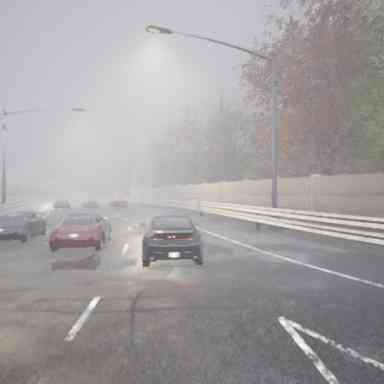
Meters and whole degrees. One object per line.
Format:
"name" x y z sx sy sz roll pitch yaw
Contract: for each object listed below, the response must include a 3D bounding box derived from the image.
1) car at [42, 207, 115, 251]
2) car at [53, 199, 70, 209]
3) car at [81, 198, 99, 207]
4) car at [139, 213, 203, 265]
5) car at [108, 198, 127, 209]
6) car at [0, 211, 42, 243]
"car" -4.628 1.580 14.284 1.994 1.385 4.181 0 0 -7
"car" -18.193 1.627 46.439 1.994 1.385 4.181 0 0 -26
"car" -14.163 1.574 46.112 1.812 1.442 4.674 0 0 -25
"car" -0.769 1.507 11.694 1.837 1.490 4.892 0 0 -6
"car" -10.364 1.512 46.297 1.882 1.535 5.008 0 0 -24
"car" -8.436 1.594 16.076 1.994 1.385 4.181 0 0 -9
